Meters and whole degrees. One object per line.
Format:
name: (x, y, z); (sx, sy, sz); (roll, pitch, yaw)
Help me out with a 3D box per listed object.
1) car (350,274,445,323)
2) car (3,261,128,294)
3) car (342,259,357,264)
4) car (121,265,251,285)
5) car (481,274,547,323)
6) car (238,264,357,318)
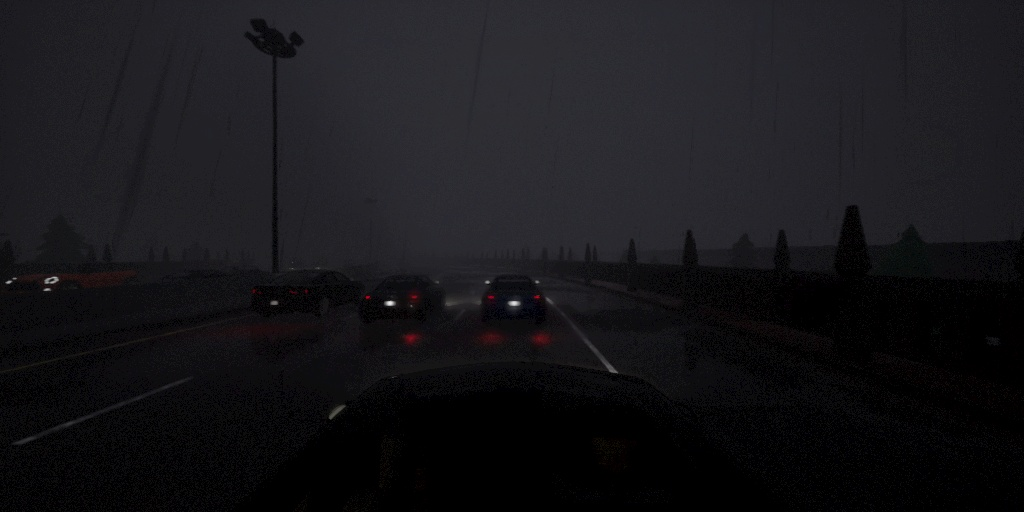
car: (-3.484, 1.298, 12.085); (1.994, 1.385, 4.181); (0, 0, -2)
car: (-21.501, 1.077, 17.793); (2.097, 1.767, 4.553); (0, 0, -5)
car: (-25.066, 1.214, 55.265); (2.033, 1.411, 5.357); (0, 0, -27)
car: (-14.407, 1.291, 16.254); (1.994, 1.385, 4.181); (0, 0, -3)
car: (0.018, 1.298, 12.080); (1.994, 1.385, 4.181); (0, 0, -2)
car: (-7.003, 1.210, 12.930); (1.882, 1.535, 5.008); (0, 0, -2)
